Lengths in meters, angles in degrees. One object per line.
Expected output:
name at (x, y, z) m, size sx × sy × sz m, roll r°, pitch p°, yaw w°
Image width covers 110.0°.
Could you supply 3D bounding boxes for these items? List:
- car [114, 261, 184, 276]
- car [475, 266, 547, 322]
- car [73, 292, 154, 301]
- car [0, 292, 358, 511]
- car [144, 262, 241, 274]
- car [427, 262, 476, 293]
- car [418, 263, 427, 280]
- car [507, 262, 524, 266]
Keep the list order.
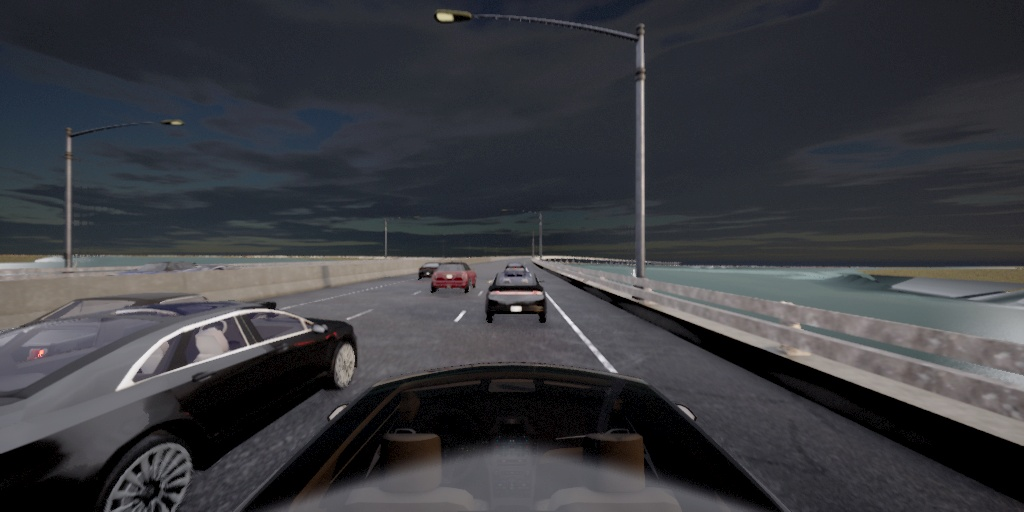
car at (-20.927, 1.120, 21.416) m, size 2.097 × 1.767 × 4.553 m, roll 0°, pitch 0°, yaw 0°
car at (0.128, 1.254, 12.356) m, size 2.128 × 1.511 × 4.902 m, roll 0°, pitch 0°, yaw 0°
car at (-6.891, 1.356, 7.055) m, size 1.895 × 1.301 × 4.718 m, roll 0°, pitch 0°, yaw 0°
car at (-3.394, 1.244, 3.882) m, size 2.128 × 1.511 × 4.902 m, roll 0°, pitch 0°, yaw 0°
car at (-17.438, 1.261, 20.637) m, size 2.128 × 1.511 × 4.902 m, roll 0°, pitch 0°, yaw 1°
car at (-3.321, 1.122, 21.229) m, size 2.097 × 1.767 × 4.553 m, roll 0°, pitch 0°, yaw 0°
car at (-6.731, 1.255, 31.307) m, size 1.882 × 1.535 × 5.008 m, roll 0°, pitch 0°, yaw 1°
car at (0.277, 1.270, 32.007) m, size 2.128 × 1.511 × 4.902 m, roll 0°, pitch 0°, yaw 1°
